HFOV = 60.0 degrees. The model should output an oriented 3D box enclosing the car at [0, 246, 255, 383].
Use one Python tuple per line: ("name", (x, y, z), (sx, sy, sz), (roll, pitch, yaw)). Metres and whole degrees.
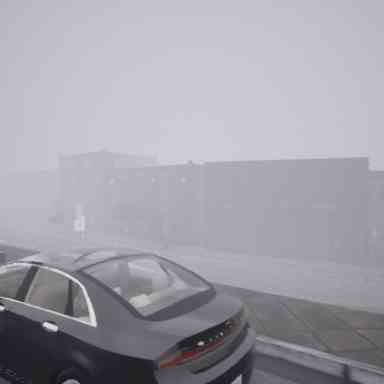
("car", (-1.595, 1.480, 4.389), (4.892, 1.521, 2.231), (0, 0, 36))
